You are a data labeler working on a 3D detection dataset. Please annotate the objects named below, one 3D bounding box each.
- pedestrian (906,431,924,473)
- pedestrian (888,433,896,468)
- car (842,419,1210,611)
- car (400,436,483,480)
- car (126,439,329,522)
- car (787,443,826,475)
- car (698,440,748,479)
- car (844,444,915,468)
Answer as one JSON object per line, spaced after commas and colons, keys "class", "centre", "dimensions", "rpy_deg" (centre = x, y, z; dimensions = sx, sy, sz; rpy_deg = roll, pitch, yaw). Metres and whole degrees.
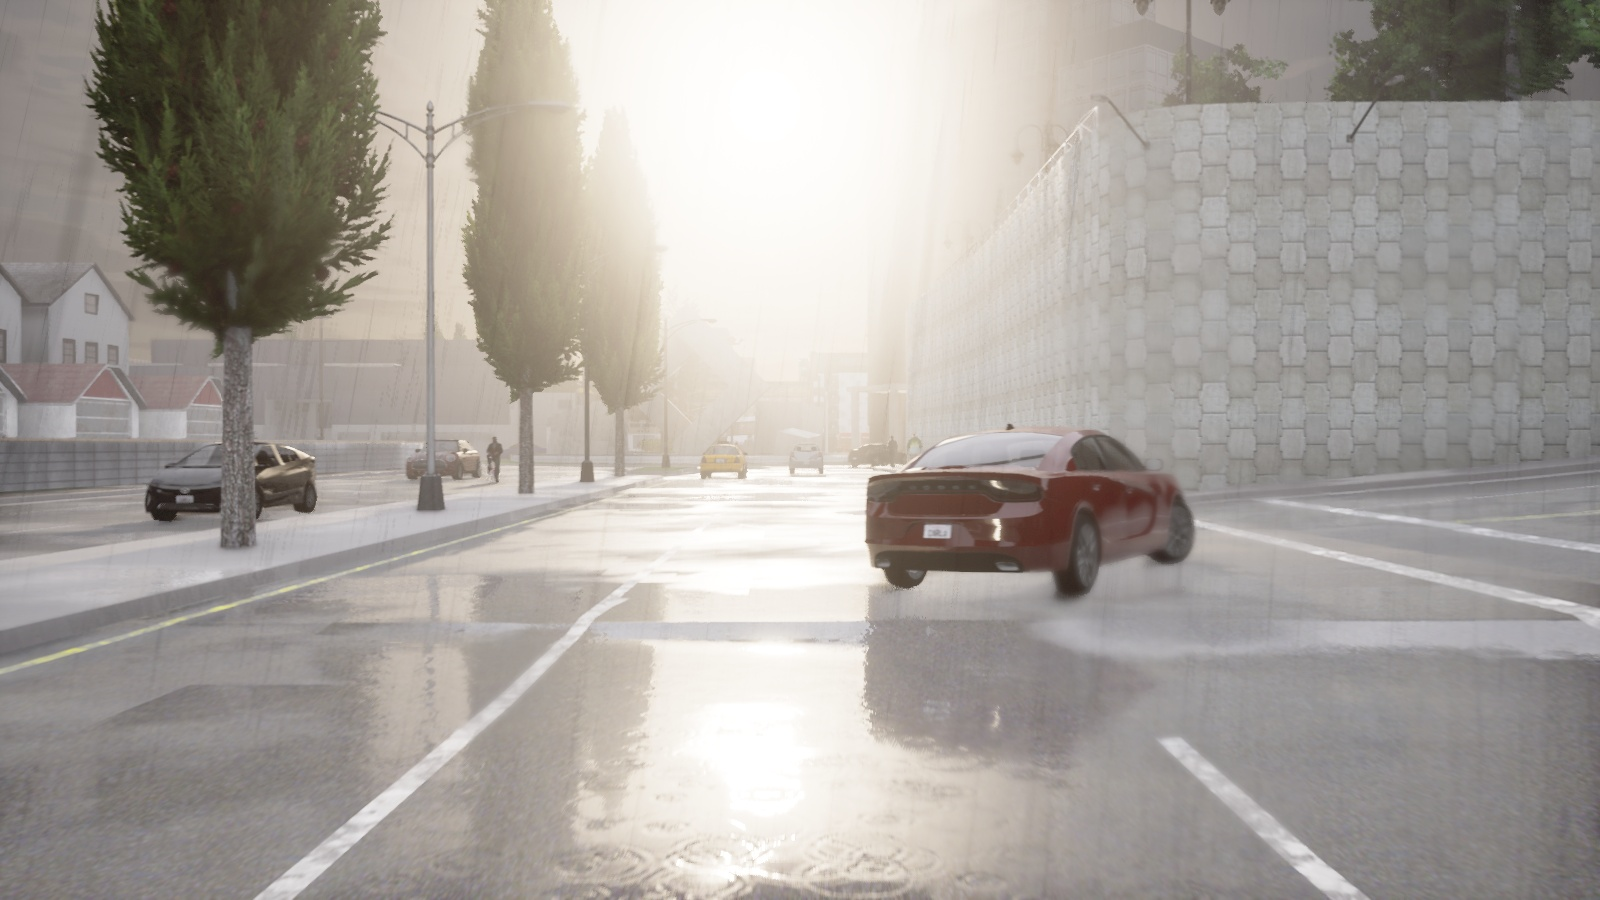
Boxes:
{"class": "pedestrian", "centre": [5.369, 0.078, 58.666], "dimensions": [0.659, 1.952, 0.873], "rpy_deg": [0, 0, -6]}
{"class": "pedestrian", "centre": [5.056, 0.019, 69.062], "dimensions": [0.423, 1.949, 0.788], "rpy_deg": [0, 0, 3]}
{"class": "car", "centre": [2.507, 0.506, 12.632], "dimensions": [1.882, 1.535, 5.008], "rpy_deg": [-1, 0, 32]}
{"class": "car", "centre": [-14.742, 0.303, 51.921], "dimensions": [2.097, 1.767, 4.553], "rpy_deg": [0, 0, 0]}
{"class": "car", "centre": [-11.365, 0.543, 25.320], "dimensions": [2.007, 1.525, 4.514], "rpy_deg": [0, 0, 0]}
{"class": "car", "centre": [0.332, 0.417, 61.540], "dimensions": [1.845, 1.501, 3.633], "rpy_deg": [0, 0, 1]}
{"class": "car", "centre": [-3.233, 0.383, 53.631], "dimensions": [1.801, 1.575, 5.366], "rpy_deg": [0, 0, 0]}
{"class": "car", "centre": [4.925, 0.344, 77.320], "dimensions": [1.812, 1.442, 4.674], "rpy_deg": [0, 0, 43]}
